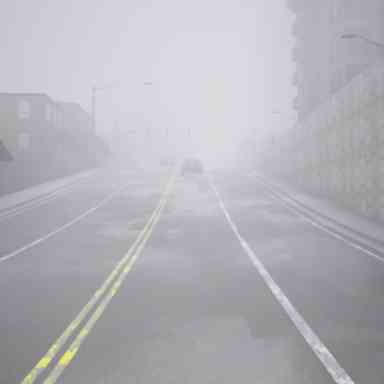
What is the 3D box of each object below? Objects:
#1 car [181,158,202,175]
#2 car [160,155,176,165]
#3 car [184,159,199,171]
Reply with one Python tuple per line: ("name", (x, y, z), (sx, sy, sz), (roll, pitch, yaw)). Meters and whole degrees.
("car", (-0.010, -2.825, 34.919), (2.097, 1.767, 4.553), (0, 9, 0))
("car", (-3.515, -4.614, 49.262), (2.150, 2.045, 5.566), (0, 1, 0))
("car", (-0.007, -3.769, 46.699), (1.994, 1.385, 4.181), (-1, 2, 0))
